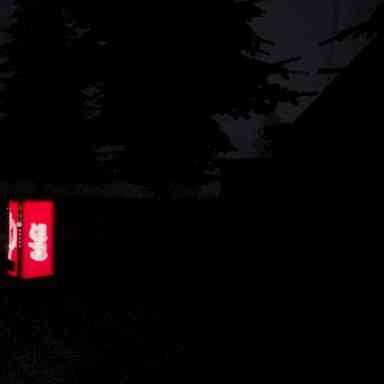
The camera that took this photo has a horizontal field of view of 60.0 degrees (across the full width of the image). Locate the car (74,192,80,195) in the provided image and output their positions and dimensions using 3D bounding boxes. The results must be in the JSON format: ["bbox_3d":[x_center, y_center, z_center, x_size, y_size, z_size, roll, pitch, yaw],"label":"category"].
[{"bbox_3d":[-19.406,1.316,62.812,5.027,1.636,2.152,1,0,-22],"label":"car"}]

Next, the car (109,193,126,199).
[{"bbox_3d":[-16.656,1.375,76.656,3.633,1.501,1.845,1,0,-22],"label":"car"}]

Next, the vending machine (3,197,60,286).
[{"bbox_3d":[-4.151,1.181,8.609,1.100,2.100,0.880,1,0,-42],"label":"vending machine"}]

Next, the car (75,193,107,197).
[{"bbox_3d":[-18.198,1.330,59.917,4.514,1.523,2.007,1,0,-22],"label":"car"}]

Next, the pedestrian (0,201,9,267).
[{"bbox_3d":[-5.180,1.118,9.033,0.375,1.860,0.375,1,0,-41],"label":"pedestrian"}]

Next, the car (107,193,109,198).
[{"bbox_3d":[-20.310,1.343,85.956,4.514,1.523,2.007,1,0,-22],"label":"car"}]
